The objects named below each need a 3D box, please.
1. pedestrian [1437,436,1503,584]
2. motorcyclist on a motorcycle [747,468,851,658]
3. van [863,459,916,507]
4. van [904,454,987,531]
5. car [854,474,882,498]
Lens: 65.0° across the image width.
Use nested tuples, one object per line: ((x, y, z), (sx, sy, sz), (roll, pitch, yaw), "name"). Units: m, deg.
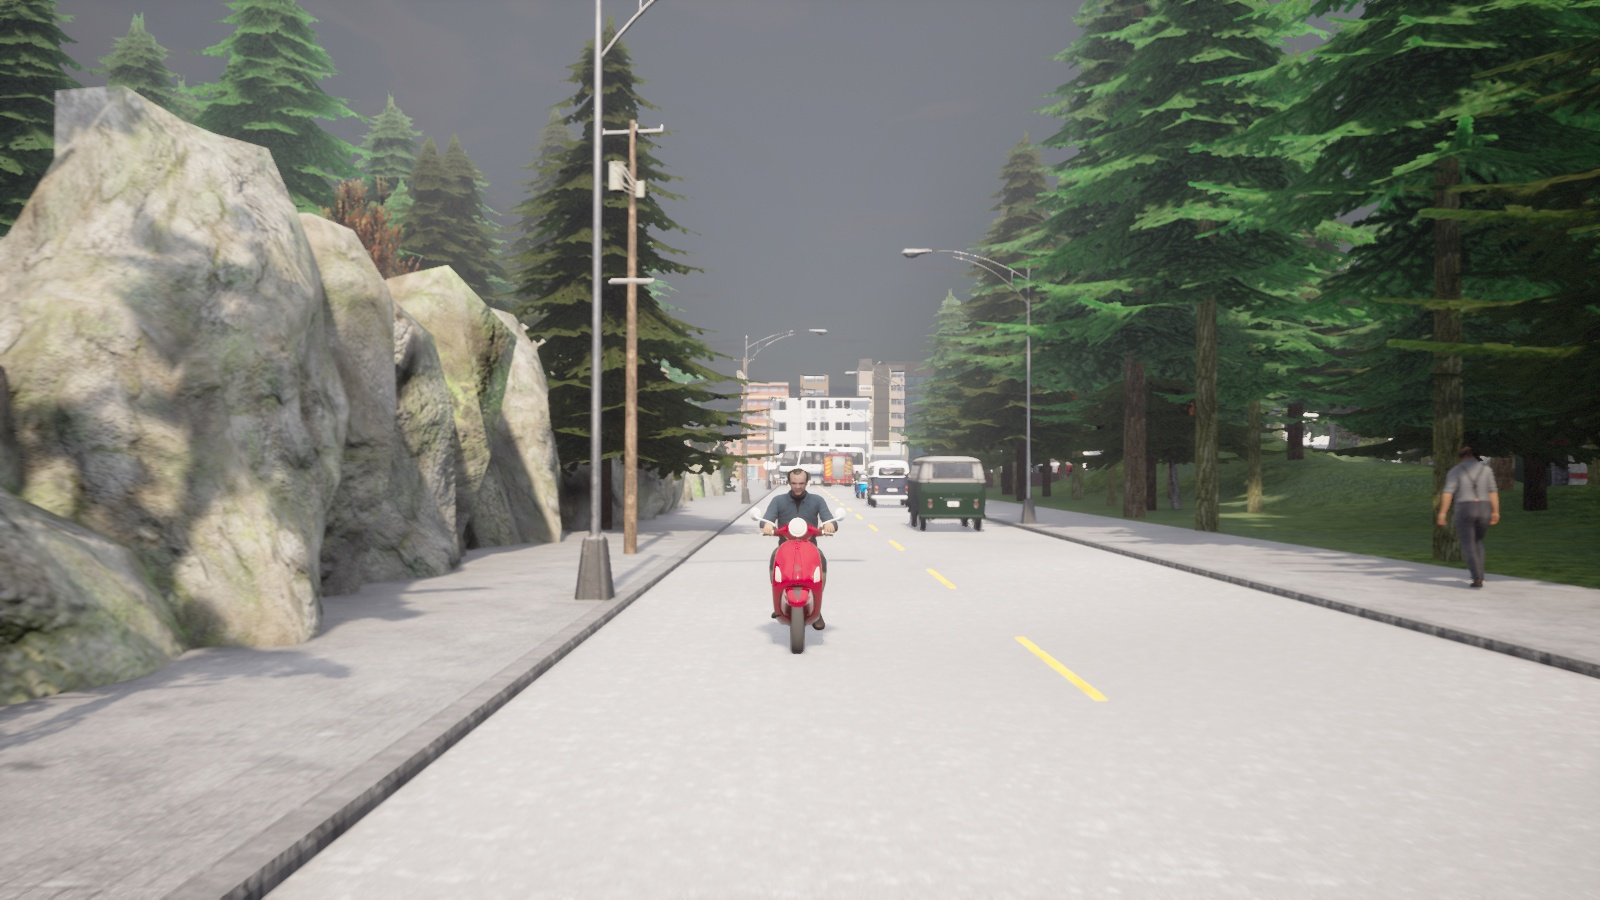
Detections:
((8.558, 0.759, 16.055), (0.540, 1.848, 0.694), (0, -1, 10), "pedestrian")
((-0.012, 0.960, 11.431), (0.866, 1.590, 1.817), (0, -1, 0), "motorcyclist on a motorcycle")
((3.961, 1.463, 56.262), (2.069, 2.038, 4.480), (0, -1, 0), "van")
((3.974, 1.135, 34.828), (1.775, 1.987, 4.442), (0, -1, 0), "van")
((3.952, 2.073, 72.850), (1.481, 1.376, 2.207), (0, -1, 0), "car")
